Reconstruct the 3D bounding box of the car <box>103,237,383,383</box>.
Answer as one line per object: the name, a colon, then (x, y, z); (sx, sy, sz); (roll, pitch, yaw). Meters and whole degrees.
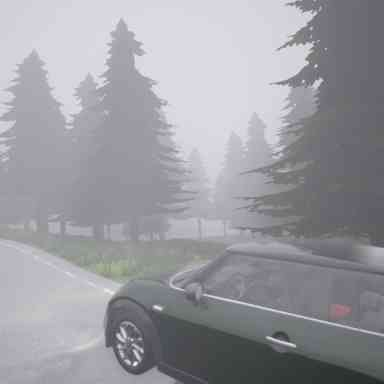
car: (0.968, 1.348, 3.977); (4.553, 1.767, 2.097); (0, 1, 39)
